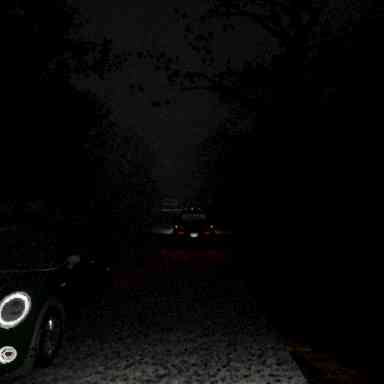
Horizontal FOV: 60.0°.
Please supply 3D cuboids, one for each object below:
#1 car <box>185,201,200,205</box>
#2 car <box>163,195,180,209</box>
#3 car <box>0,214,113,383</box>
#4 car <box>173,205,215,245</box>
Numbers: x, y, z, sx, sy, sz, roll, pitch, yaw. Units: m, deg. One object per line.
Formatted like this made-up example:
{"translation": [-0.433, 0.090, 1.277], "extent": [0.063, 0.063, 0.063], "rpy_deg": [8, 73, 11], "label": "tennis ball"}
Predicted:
{"translation": [0.025, 1.608, 33.224], "extent": [2.033, 1.411, 5.357], "rpy_deg": [0, 0, 0], "label": "car"}
{"translation": [-2.995, 1.400, 48.593], "extent": [2.150, 2.045, 5.566], "rpy_deg": [0, -1, 0], "label": "car"}
{"translation": [-2.855, 1.362, 5.731], "extent": [2.097, 1.767, 4.553], "rpy_deg": [0, 0, 0], "label": "car"}
{"translation": [0.082, 1.552, 15.646], "extent": [1.812, 1.442, 4.674], "rpy_deg": [0, 0, 0], "label": "car"}
